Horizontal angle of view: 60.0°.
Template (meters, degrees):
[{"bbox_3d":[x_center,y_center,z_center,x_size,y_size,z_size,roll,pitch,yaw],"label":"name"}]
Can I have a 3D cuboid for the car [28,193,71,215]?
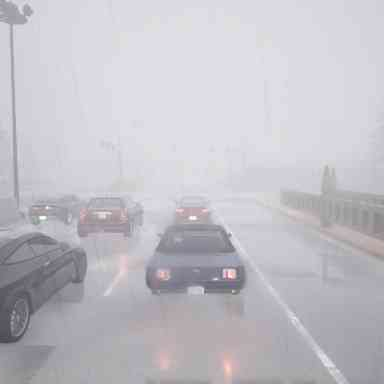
[{"bbox_3d":[-6.981,0.820,17.926,1.837,1.490,4.892,0,3,0],"label":"car"}]

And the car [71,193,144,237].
[{"bbox_3d":[-3.466,0.841,14.932,2.097,1.767,4.553,0,3,0],"label":"car"}]

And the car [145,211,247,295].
[{"bbox_3d":[0.069,1.429,8.290,1.895,1.301,4.718,0,2,0],"label":"car"}]

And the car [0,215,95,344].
[{"bbox_3d":[-3.425,1.426,6.137,1.812,1.442,4.674,0,2,0],"label":"car"}]

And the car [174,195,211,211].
[{"bbox_3d":[0.023,0.878,17.361,1.812,1.442,4.674,0,3,0],"label":"car"}]
